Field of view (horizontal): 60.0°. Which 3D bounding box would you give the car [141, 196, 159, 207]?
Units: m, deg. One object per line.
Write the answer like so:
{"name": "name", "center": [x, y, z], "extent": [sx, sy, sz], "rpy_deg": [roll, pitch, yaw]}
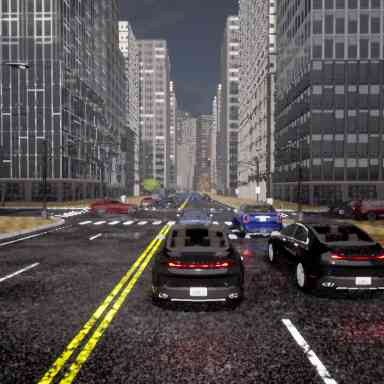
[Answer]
{"name": "car", "center": [-6.454, 1.491, 49.059], "extent": [1.812, 1.442, 4.674], "rpy_deg": [0, 0, 2]}

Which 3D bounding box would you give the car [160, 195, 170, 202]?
{"name": "car", "center": [-6.287, 1.453, 77.938], "extent": [1.812, 1.442, 4.674], "rpy_deg": [0, 0, 0]}

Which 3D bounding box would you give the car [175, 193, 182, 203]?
{"name": "car", "center": [-3.176, 1.460, 57.625], "extent": [1.837, 1.490, 4.892], "rpy_deg": [0, 0, 0]}

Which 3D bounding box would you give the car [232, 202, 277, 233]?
{"name": "car", "center": [3.398, 1.342, 18.044], "extent": [2.097, 1.767, 4.553], "rpy_deg": [0, 0, 0]}

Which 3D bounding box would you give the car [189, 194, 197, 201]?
{"name": "car", "center": [0.218, 1.396, 79.355], "extent": [1.882, 1.535, 5.008], "rpy_deg": [0, 0, 0]}

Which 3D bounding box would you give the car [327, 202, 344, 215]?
{"name": "car", "center": [16.521, 1.618, 34.301], "extent": [4.892, 1.490, 1.837], "rpy_deg": [1, 1, 1]}

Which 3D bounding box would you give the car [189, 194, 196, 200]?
{"name": "car", "center": [0.246, 1.220, 89.772], "extent": [1.882, 1.535, 5.008], "rpy_deg": [0, 0, 0]}

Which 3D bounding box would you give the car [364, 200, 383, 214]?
{"name": "car", "center": [21.910, 1.643, 36.792], "extent": [4.829, 1.417, 1.752], "rpy_deg": [1, 0, 1]}

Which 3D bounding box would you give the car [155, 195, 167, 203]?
{"name": "car", "center": [-6.333, 1.420, 67.668], "extent": [1.882, 1.535, 5.008], "rpy_deg": [0, 0, 0]}

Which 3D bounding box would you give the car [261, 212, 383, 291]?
{"name": "car", "center": [3.375, 1.500, 8.961], "extent": [1.837, 1.490, 4.892], "rpy_deg": [0, 0, 0]}

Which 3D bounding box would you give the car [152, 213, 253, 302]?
{"name": "car", "center": [0.120, 1.501, 8.255], "extent": [1.837, 1.490, 4.892], "rpy_deg": [0, 0, 0]}

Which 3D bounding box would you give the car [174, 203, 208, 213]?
{"name": "car", "center": [0.149, 1.538, 17.810], "extent": [2.033, 1.411, 5.357], "rpy_deg": [0, 0, 0]}

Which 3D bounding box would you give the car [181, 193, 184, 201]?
{"name": "car", "center": [-3.089, 1.469, 67.446], "extent": [1.812, 1.442, 4.674], "rpy_deg": [0, 0, 1]}

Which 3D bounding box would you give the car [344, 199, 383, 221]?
{"name": "car", "center": [16.279, 1.520, 28.521], "extent": [5.009, 1.841, 2.192], "rpy_deg": [1, 0, 1]}

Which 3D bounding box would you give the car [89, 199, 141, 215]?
{"name": "car", "center": [-7.737, 1.450, 32.998], "extent": [4.674, 1.442, 1.812], "rpy_deg": [0, 1, -16]}

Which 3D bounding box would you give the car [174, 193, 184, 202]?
{"name": "car", "center": [-3.037, 1.154, 77.898], "extent": [2.150, 2.045, 5.566], "rpy_deg": [0, 0, 0]}

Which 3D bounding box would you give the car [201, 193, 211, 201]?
{"name": "car", "center": [3.468, 1.396, 79.344], "extent": [1.882, 1.535, 5.008], "rpy_deg": [0, 0, 0]}

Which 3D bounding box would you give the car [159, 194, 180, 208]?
{"name": "car", "center": [-3.208, 1.471, 48.286], "extent": [1.837, 1.490, 4.892], "rpy_deg": [0, 0, 0]}

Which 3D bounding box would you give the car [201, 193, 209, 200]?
{"name": "car", "center": [3.496, 1.098, 89.732], "extent": [2.097, 1.767, 4.553], "rpy_deg": [0, 0, 0]}
